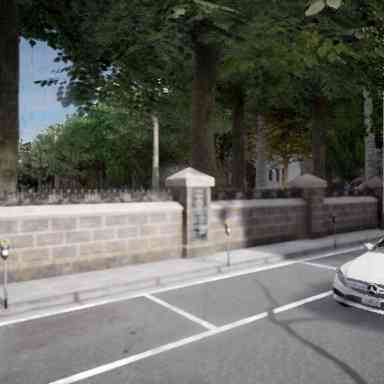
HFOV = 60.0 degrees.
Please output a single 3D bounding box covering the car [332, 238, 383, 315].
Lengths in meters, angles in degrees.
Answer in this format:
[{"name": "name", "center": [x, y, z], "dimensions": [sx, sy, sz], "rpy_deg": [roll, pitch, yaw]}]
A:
[{"name": "car", "center": [4.800, 1.509, 6.833], "dimensions": [4.674, 1.442, 1.812], "rpy_deg": [0, 0, -37]}]
